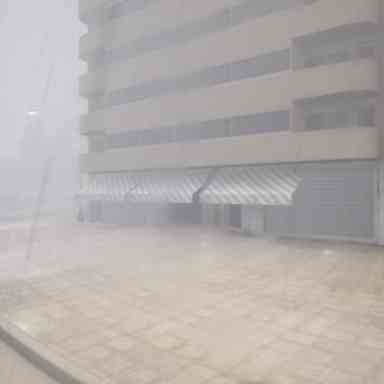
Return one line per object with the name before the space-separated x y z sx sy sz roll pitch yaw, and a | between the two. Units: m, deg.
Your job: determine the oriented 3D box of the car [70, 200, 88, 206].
car | -17.386 1.617 54.247 1.895 1.301 4.718 0 0 34
